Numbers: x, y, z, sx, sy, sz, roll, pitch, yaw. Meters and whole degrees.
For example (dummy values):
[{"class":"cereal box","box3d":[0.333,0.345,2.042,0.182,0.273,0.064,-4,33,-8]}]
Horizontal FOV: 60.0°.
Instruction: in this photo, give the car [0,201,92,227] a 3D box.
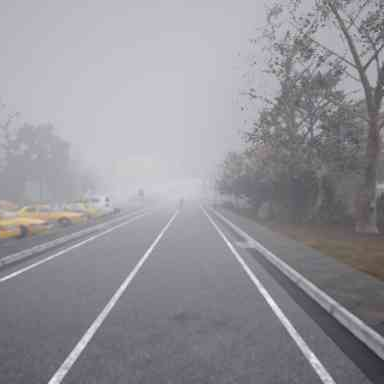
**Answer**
[{"class":"car","box3d":[-10.001,1.568,22.789,5.366,1.575,1.946,0,0,0]}]

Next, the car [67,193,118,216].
[{"class":"car","box3d":[-10.192,1.390,31.120,5.566,2.045,2.435,0,0,0]}]

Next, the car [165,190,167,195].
[{"class":"car","box3d":[-10.255,0.869,94.352,4.792,1.488,2.163,0,2,0]}]

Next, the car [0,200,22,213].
[{"class":"car","box3d":[-23.215,1.707,39.354,5.008,1.535,2.097,0,0,0]}]

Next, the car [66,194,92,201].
[{"class":"car","box3d":[-23.400,1.192,69.123,4.674,1.452,2.002,0,0,0]}]

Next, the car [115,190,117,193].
[{"class":"car","box3d":[-23.321,0.978,88.644,5.008,1.535,2.097,0,1,0]}]

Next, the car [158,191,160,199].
[{"class":"car","box3d":[-10.292,1.152,74.834,5.008,1.535,2.097,0,0,0]}]

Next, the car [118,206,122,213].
[{"class":"car","box3d":[-10.161,1.664,33.894,5.008,1.535,2.097,0,0,0]}]

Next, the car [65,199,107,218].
[{"class":"car","box3d":[-10.357,1.615,28.342,5.366,1.575,1.946,0,0,0]}]

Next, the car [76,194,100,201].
[{"class":"car","box3d":[-23.406,1.179,74.821,4.792,1.488,2.163,0,0,0]}]

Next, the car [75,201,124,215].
[{"class":"car","box3d":[-10.118,1.717,36.670,4.792,1.488,2.163,0,0,0]}]

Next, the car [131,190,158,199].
[{"class":"car","box3d":[-10.338,1.031,72.055,4.553,1.767,2.185,0,0,0]}]

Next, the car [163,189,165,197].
[{"class":"car","box3d":[-10.215,0.851,88.775,4.553,1.767,2.185,0,1,0]}]

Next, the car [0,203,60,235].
[{"class":"car","box3d":[-10.017,1.523,17.116,5.366,1.575,1.946,0,0,0]}]

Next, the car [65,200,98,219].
[{"class":"car","box3d":[-10.185,1.595,25.565,4.892,1.521,2.231,0,0,0]}]

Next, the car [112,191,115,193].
[{"class":"car","box3d":[-23.332,1.032,85.854,5.008,1.535,2.097,0,1,0]}]

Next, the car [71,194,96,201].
[{"class":"car","box3d":[-23.390,1.194,71.908,4.674,1.452,2.002,0,0,0]}]

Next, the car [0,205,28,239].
[{"class":"car","box3d":[-10.396,1.506,14.464,5.366,1.575,1.946,0,0,0]}]

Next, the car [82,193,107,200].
[{"class":"car","box3d":[-23.542,1.108,80.409,5.366,1.575,1.946,0,0,0]}]

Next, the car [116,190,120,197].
[{"class":"car","box3d":[-23.310,0.912,91.561,4.892,1.521,2.231,0,1,0]}]

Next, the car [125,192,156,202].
[{"class":"car","box3d":[-10.298,1.182,66.485,4.792,1.488,2.163,0,0,0]}]

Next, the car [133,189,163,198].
[{"class":"car","box3d":[-10.315,0.886,77.627,5.566,2.045,2.435,0,0,0]}]
